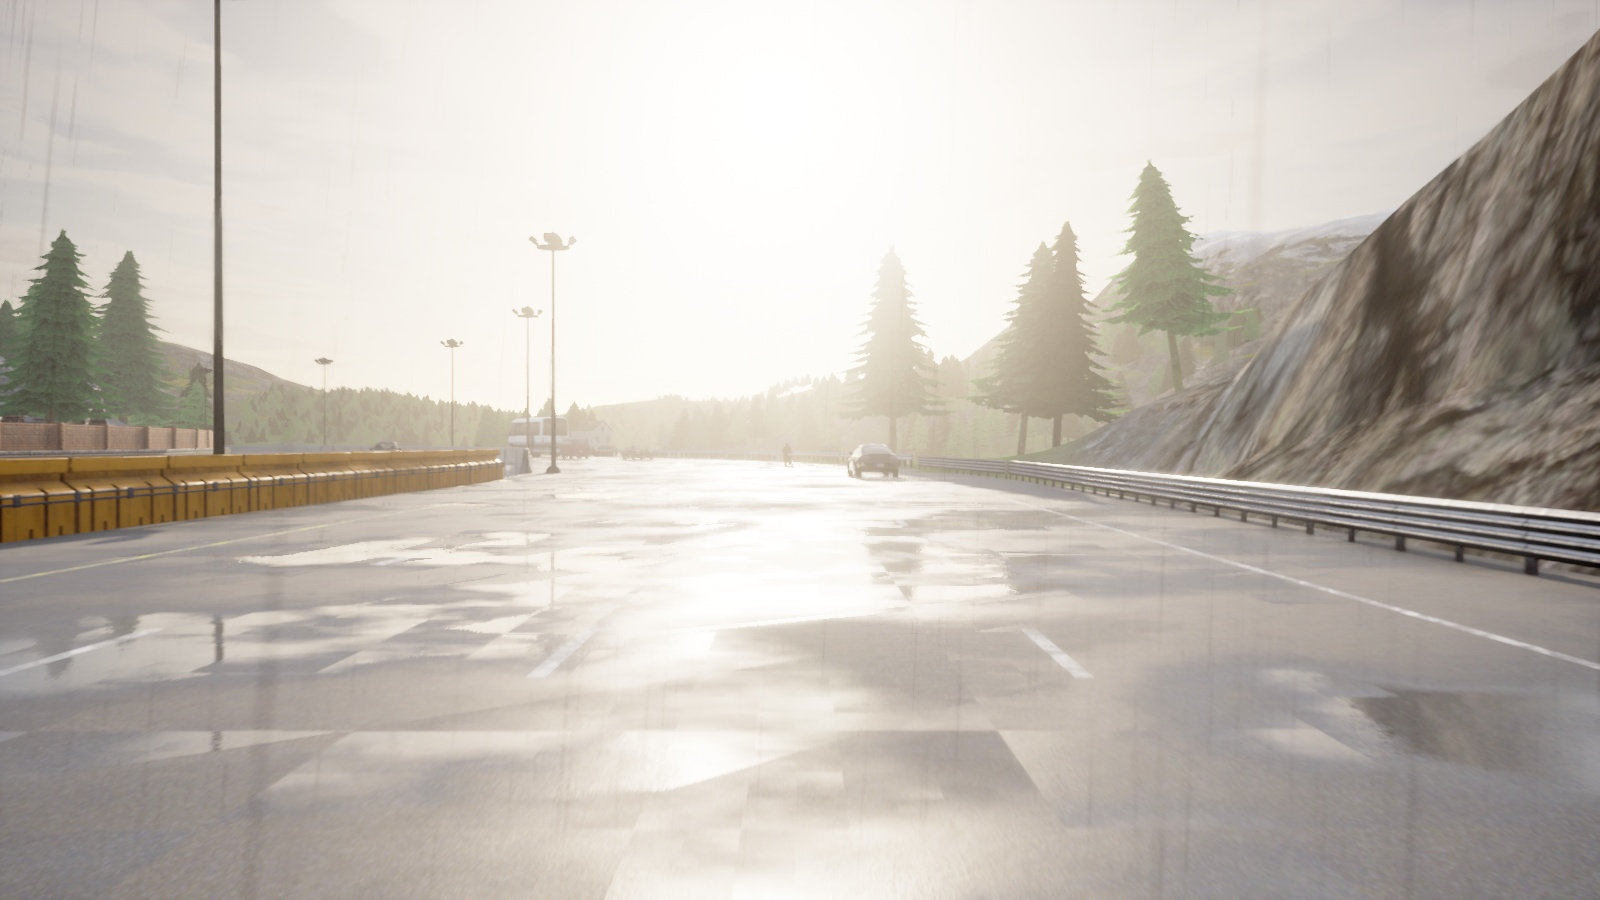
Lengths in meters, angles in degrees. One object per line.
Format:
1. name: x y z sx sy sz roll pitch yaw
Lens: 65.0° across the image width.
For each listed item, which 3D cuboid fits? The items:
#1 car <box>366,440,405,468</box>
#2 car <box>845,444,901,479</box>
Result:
1. car: -24.711 0.202 74.948 1.851 1.617 3.988 0 0 -13
2. car: 3.152 0.464 55.061 1.812 1.442 4.674 0 0 -5
